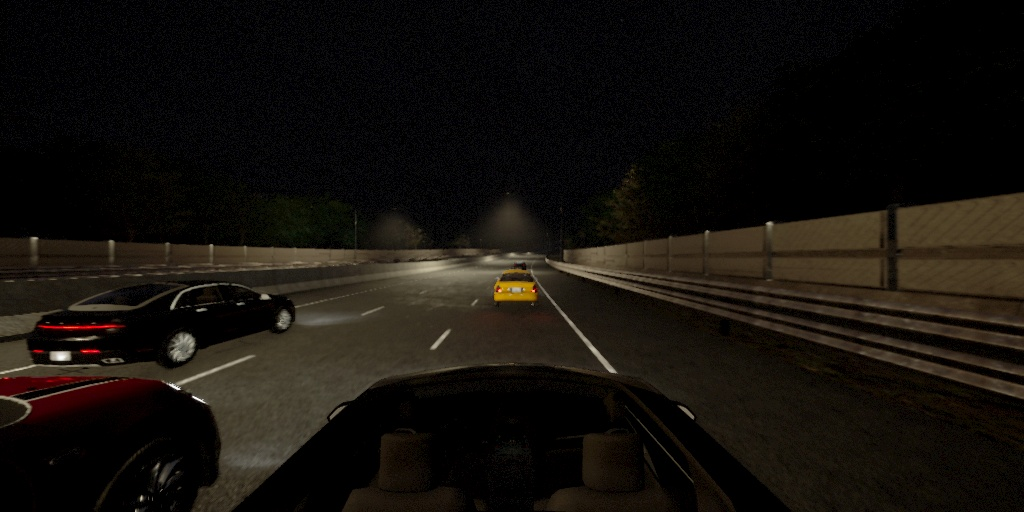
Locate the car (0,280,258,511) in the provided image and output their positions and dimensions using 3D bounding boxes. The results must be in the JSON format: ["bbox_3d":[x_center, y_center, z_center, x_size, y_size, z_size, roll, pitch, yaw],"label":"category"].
[{"bbox_3d":[-3.395,1.094,0.991,2.097,1.767,4.553,0,0,0],"label":"car"}]

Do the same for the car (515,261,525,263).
[{"bbox_3d":[1.126,1.470,49.981,2.128,1.511,4.902,0,0,2],"label":"car"}]

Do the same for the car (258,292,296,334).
[{"bbox_3d":[-6.878,1.277,7.901,1.837,1.490,4.892,0,0,0],"label":"car"}]

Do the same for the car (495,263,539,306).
[{"bbox_3d":[0.205,1.278,16.175,1.801,1.575,5.366,0,0,1],"label":"car"}]
